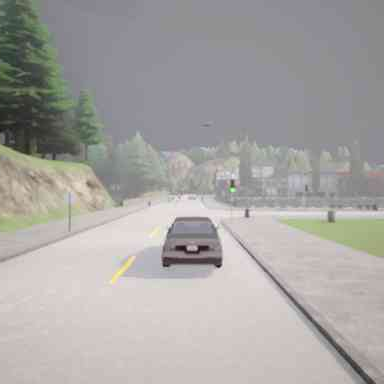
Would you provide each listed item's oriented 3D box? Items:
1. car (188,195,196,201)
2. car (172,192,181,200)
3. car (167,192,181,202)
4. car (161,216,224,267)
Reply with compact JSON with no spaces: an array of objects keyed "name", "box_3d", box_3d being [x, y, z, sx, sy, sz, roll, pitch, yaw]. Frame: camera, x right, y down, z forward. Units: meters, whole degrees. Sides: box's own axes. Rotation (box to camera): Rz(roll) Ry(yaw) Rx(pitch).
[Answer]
[{"name":"car","box_3d":[0.005,1.293,77.071,1.895,1.301,4.718,0,0,0]},{"name":"car","box_3d":[-3.995,1.079,86.520,2.150,2.045,5.566,0,0,0]},{"name":"car","box_3d":[-3.996,1.118,70.801,2.150,2.045,5.566,0,0,0]},{"name":"car","box_3d":[0.026,1.530,11.321,2.033,1.411,5.357,0,0,1]}]
